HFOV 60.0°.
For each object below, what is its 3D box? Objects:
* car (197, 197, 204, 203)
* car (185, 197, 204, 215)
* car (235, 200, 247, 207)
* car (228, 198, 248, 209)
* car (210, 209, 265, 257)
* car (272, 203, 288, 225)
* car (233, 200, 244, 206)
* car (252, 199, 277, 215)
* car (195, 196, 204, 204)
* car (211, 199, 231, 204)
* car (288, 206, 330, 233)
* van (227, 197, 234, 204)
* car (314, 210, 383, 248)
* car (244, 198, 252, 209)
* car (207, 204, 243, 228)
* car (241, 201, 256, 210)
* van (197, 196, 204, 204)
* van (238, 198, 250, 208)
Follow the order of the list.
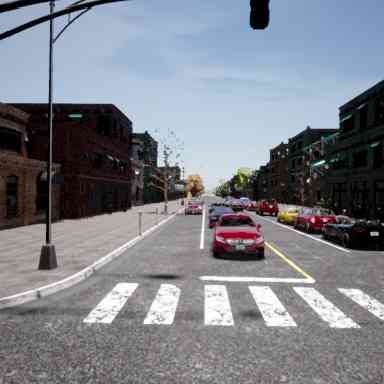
[{"bbox_3d":[2.441,2.252,93.877,1.967,1.590,4.097,0,-1,2],"label":"car"},{"bbox_3d":[0.210,1.745,38.440,1.967,1.590,4.097,0,-1,2],"label":"car"},{"bbox_3d":[9.697,2.238,65.821,1.887,1.381,4.507,0,-1,2],"label":"car"},{"bbox_3d":[6.415,2.039,48.386,2.033,1.411,5.357,1,0,2],"label":"car"},{"bbox_3d":[1.778,1.644,13.632,1.812,1.442,4.674,1,0,3],"label":"car"},{"bbox_3d":[8.142,1.864,27.186,1.752,1.417,4.829,0,-1,2],"label":"car"},{"bbox_3d":[9.920,2.326,71.365,1.802,1.307,4.206,0,-1,2],"label":"car"},{"bbox_3d":[8.583,1.754,38.105,2.192,1.841,5.009,0,-1,2],"label":"car"},{"bbox_3d":[1.996,2.026,82.790,2.192,1.841,5.009,0,-1,2],"label":"car"},{"bbox_3d":[2.628,1.810,33.884,1.837,1.490,4.892,1,-1,2],"label":"car"},{"bbox_3d":[7.913,1.726,21.473,1.967,1.590,4.097,0,-1,2],"label":"car"},{"bbox_3d":[10.814,2.287,93.541,1.690,1.788,3.998,0,-1,2],"label":"van"},{"bbox_3d":[7.689,1.800,15.928,1.947,1.339,4.313,0,-1,2],"label":"car"},{"bbox_3d":[9.028,1.981,49.191,1.967,1.590,4.097,0,-1,2],"label":"car"},{"bbox_3d":[2.209,1.774,23.576,1.994,1.385,4.181,1,0,2],"label":"car"},{"bbox_3d":[9.251,2.173,54.734,1.802,1.307,4.206,0,-1,2],"label":"car"},{"bbox_3d":[2.218,2.103,88.334,1.690,1.788,3.998,0,-1,2],"label":"van"},{"bbox_3d":[9.475,1.983,60.280,1.690,1.788,3.998,0,-1,2],"label":"van"}]
